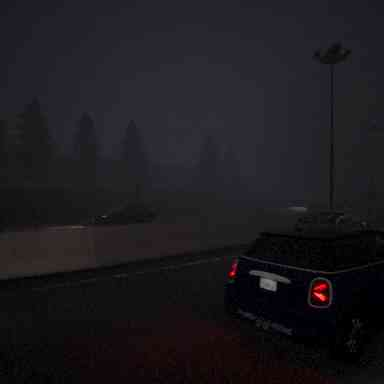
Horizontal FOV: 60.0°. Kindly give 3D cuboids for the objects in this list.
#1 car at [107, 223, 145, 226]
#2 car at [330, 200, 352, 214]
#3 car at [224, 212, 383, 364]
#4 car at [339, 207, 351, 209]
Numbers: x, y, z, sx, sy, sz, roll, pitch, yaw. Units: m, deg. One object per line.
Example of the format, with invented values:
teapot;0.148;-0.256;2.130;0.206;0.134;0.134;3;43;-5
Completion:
car;-4.657;1.584;23.051;4.674;1.442;1.812;0;0;-43
car;17.878;1.740;39.778;1.812;1.442;4.674;0;0;31
car;2.775;1.385;6.192;4.553;1.767;2.097;0;0;-39
car;5.656;1.561;13.315;4.902;1.511;2.128;0;0;-43
